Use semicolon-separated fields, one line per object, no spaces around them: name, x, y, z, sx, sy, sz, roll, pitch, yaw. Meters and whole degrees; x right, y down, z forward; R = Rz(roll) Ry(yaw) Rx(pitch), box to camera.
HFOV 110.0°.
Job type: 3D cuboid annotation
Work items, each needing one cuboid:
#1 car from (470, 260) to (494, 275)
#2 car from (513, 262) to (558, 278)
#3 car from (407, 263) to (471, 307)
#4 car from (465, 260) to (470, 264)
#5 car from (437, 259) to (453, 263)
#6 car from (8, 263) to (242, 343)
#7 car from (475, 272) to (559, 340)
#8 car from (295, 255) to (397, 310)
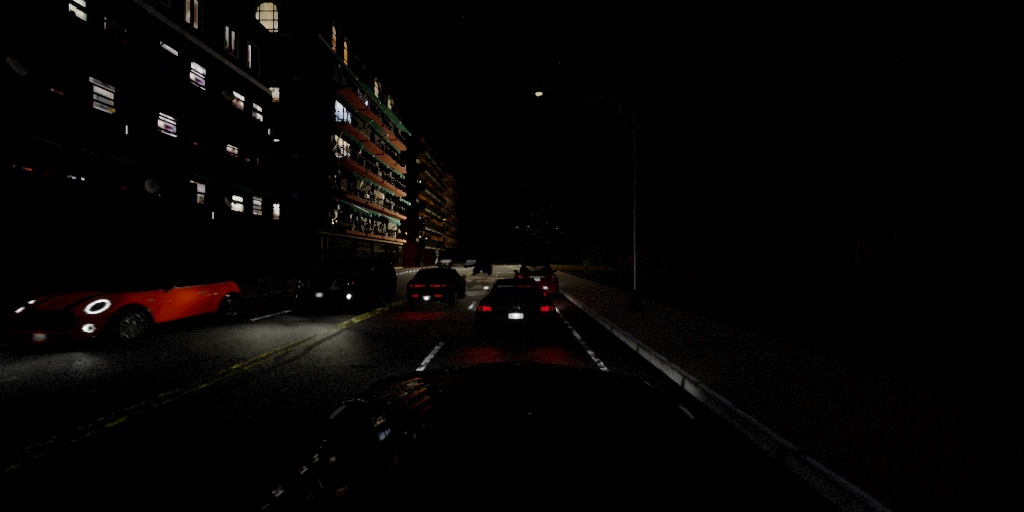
car;-3.096;1.258;38.501;1.837;1.490;4.892;0;1;0
car;1.161;1.103;18.615;2.097;1.767;4.553;0;0;0
car;-3.131;1.258;15.574;1.837;1.490;4.892;0;0;0
car;-6.506;1.298;57.282;2.033;1.411;5.357;0;0;0
car;-9.769;1.242;52.693;2.128;1.511;4.902;0;0;0
car;-9.839;1.103;9.713;2.097;1.767;4.553;0;0;0
car;0.106;1.315;10.036;1.994;1.385;4.181;0;0;1
car;-6.582;0.973;15.014;2.150;2.045;5.566;0;0;0
